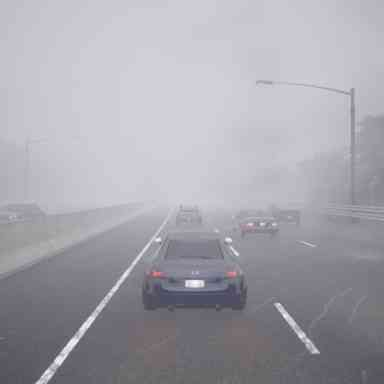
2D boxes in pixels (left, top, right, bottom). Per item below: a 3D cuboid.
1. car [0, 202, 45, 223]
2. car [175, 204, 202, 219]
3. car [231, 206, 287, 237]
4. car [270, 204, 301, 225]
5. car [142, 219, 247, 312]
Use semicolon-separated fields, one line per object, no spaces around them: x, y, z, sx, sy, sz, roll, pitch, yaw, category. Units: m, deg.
-10.869;1.463;20.519;2.097;1.767;4.553;0;-1;-1;car
-0.256;1.644;24.613;2.128;1.511;4.902;0;-1;-1;car
3.377;1.635;18.568;2.033;1.411;5.357;0;-1;-1;car
6.722;1.639;25.555;1.882;1.535;5.008;0;-1;-2;car
0.032;1.574;7.804;1.994;1.385;4.181;0;0;0;car
